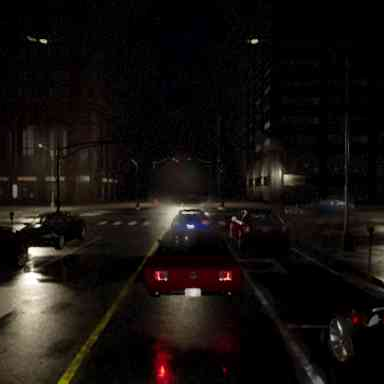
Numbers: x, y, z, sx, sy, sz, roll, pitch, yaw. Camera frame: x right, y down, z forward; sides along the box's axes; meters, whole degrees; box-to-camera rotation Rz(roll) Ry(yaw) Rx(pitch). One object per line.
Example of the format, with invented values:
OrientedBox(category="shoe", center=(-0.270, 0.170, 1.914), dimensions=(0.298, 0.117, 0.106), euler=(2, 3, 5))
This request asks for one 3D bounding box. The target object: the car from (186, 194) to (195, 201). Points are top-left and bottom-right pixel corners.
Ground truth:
OrientedBox(category="car", center=(-0.393, 1.351, 82.384), dimensions=(2.097, 1.767, 4.553), euler=(0, 0, 0))

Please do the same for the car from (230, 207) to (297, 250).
OrientedBox(category="car", center=(2.708, 1.431, 14.112), dimensions=(1.967, 1.590, 4.097), euler=(0, 0, 0))

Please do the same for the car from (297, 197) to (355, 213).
OrientedBox(category="car", center=(14.543, 1.479, 35.764), dimensions=(5.357, 1.411, 2.033), euler=(0, 0, 0))

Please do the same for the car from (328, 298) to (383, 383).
OrientedBox(category="car", center=(2.750, 1.564, 2.840), dimensions=(1.947, 1.339, 4.313), euler=(0, 0, 0))

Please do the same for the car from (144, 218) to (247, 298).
OrientedBox(category="car", center=(0.032, 1.595, 8.464), dimensions=(1.895, 1.301, 4.718), euler=(0, 0, 0))

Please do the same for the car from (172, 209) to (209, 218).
OrientedBox(category="car", center=(-0.061, 1.553, 17.237), dimensions=(1.994, 1.385, 4.181), euler=(0, 0, 0))

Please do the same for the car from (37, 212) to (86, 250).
OrientedBox(category="car", center=(-5.816, 1.541, 14.079), dimensions=(2.008, 1.369, 4.403), euler=(0, 0, 0))

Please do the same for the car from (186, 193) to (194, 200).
OrientedBox(category="car", center=(-0.470, 1.223, 92.392), dimensions=(2.097, 1.767, 4.553), euler=(0, 0, 0))

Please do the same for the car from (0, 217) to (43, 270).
OrientedBox(category="car", center=(-5.795, 1.560, 8.442), dimensions=(1.947, 1.339, 4.313), euler=(0, 0, 0))
